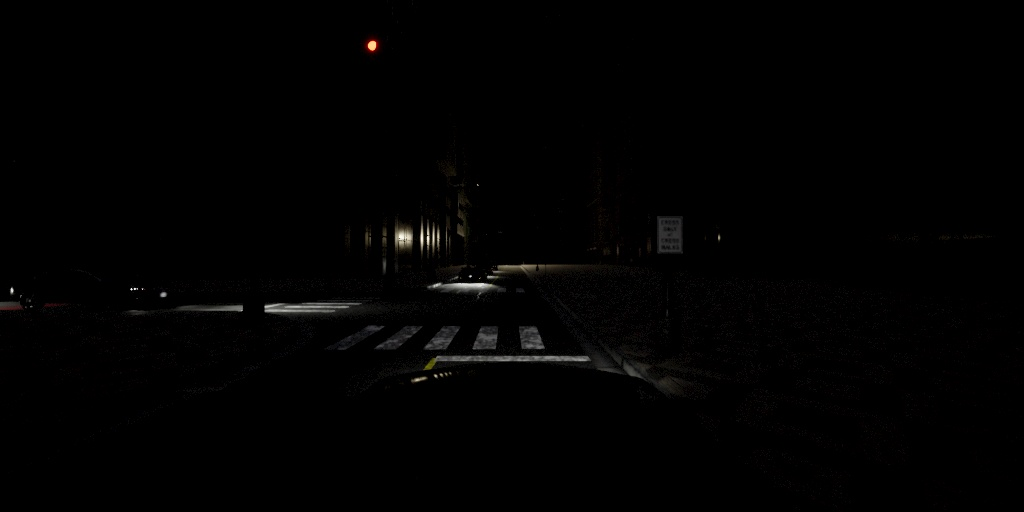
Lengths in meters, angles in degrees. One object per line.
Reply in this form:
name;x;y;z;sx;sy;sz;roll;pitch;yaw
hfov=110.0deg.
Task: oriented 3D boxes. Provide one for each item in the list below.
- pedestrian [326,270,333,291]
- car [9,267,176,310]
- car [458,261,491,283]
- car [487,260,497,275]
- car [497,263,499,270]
pedestrian;-9.968;0.974;19.633;0.375;1.860;0.375;0;-1;0
car;-15.477;1.177;13.412;4.902;1.511;2.128;0;-1;0
car;-3.031;1.327;28.450;1.994;1.385;4.181;0;0;1
car;-3.016;1.334;38.996;2.033;1.411;5.357;0;0;0
car;-2.974;1.331;50.763;1.837;1.490;4.892;0;0;1
